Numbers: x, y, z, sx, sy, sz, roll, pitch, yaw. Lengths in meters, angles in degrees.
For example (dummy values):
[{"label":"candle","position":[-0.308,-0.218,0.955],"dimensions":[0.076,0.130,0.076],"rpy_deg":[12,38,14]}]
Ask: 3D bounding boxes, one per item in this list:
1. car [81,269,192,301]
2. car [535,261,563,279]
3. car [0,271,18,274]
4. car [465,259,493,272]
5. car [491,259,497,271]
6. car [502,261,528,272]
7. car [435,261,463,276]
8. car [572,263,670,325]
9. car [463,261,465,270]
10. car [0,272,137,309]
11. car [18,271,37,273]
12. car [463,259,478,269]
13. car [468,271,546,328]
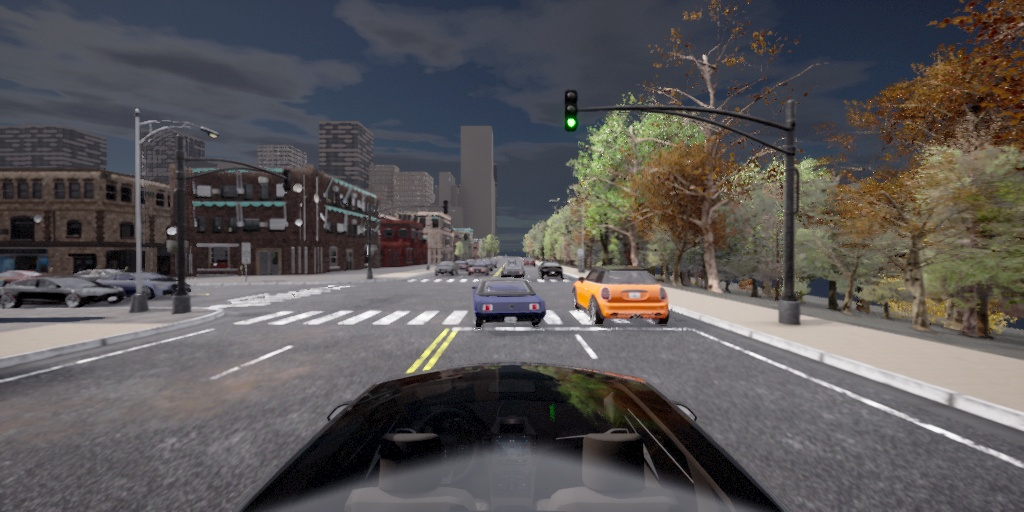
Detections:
[{"label":"car","position":[-19.324,1.522,18.667],"dimensions":[4.181,1.385,1.994],"rpy_deg":[-1,1,0]},{"label":"car","position":[3.354,1.207,31.934],"dimensions":[1.882,1.535,5.008],"rpy_deg":[0,0,0]},{"label":"car","position":[-29.369,1.638,18.674],"dimensions":[4.181,1.385,1.994],"rpy_deg":[-1,1,-1]},{"label":"car","position":[-3.333,1.290,36.675],"dimensions":[1.994,1.385,4.181],"rpy_deg":[0,0,0]},{"label":"car","position":[-3.321,1.265,45.943],"dimensions":[2.033,1.411,5.357],"rpy_deg":[0,0,0]},{"label":"car","position":[0.104,1.331,30.116],"dimensions":[1.895,1.301,4.718],"rpy_deg":[0,0,0]},{"label":"car","position":[-6.585,1.231,36.584],"dimensions":[1.837,1.490,4.892],"rpy_deg":[0,0,0]},{"label":"car","position":[3.350,1.095,11.905],"dimensions":[2.097,1.767,4.553],"rpy_deg":[0,0,0]},{"label":"car","position":[-6.570,1.282,46.557],"dimensions":[1.994,1.385,4.181],"rpy_deg":[0,0,0]},{"label":"car","position":[-19.945,1.560,15.960],"dimensions":[4.313,1.339,1.948],"rpy_deg":[0,0,0]},{"label":"car","position":[-33.812,1.646,24.482],"dimensions":[4.207,1.307,1.802],"rpy_deg":[0,0,0]},{"label":"car","position":[-6.493,1.214,56.721],"dimensions":[1.837,1.490,4.892],"rpy_deg":[0,0,0]},{"label":"car","position":[-0.332,1.345,11.413],"dimensions":[1.895,1.301,4.718],"rpy_deg":[0,0,-8]}]
